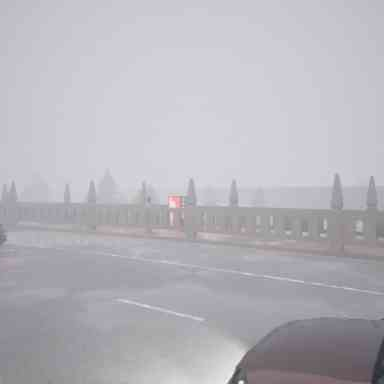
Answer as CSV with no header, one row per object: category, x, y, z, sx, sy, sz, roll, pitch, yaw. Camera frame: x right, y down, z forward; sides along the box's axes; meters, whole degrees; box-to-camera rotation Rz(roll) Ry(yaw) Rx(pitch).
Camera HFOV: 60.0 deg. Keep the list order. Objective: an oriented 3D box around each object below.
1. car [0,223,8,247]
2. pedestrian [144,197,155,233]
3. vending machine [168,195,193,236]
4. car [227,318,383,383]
car,-9.427,1.525,13.370,4.674,1.442,1.812,0,0,27
pedestrian,-2.153,1.141,16.834,0.375,1.860,0.375,0,0,29
vending machine,-0.584,1.195,17.634,0.880,2.100,1.100,0,0,30
car,2.259,1.564,2.165,4.181,1.385,1.994,0,0,36
